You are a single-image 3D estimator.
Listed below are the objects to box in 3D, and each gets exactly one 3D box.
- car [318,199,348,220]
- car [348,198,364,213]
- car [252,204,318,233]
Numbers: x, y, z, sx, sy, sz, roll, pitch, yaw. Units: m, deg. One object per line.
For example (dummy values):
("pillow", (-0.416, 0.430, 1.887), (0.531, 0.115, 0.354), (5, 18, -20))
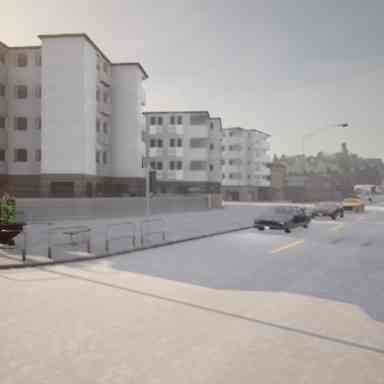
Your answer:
("car", (11.330, 1.474, 27.763), (1.812, 1.442, 4.674), (1, 0, 36))
("car", (17.393, 1.426, 36.218), (1.882, 1.535, 5.008), (1, 0, 36))
("car", (5.453, 1.495, 19.549), (2.033, 1.411, 5.357), (1, 0, 36))
